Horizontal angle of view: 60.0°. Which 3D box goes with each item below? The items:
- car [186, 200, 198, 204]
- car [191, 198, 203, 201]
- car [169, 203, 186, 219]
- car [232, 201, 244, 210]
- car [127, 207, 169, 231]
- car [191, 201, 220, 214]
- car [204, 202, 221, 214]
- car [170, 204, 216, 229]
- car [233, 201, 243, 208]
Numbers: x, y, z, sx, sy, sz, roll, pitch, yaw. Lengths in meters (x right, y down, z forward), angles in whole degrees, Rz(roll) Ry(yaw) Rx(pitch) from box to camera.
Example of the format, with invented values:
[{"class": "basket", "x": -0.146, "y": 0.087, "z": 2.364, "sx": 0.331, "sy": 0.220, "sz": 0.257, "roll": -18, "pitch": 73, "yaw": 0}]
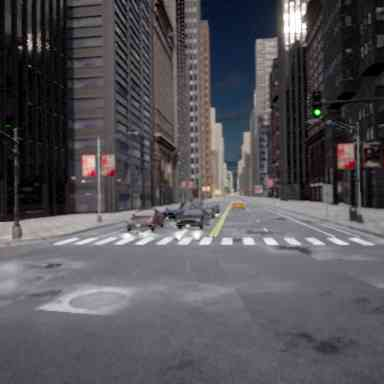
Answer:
[{"class": "car", "x": -0.690, "y": 2.133, "z": 43.031, "sx": 1.837, "sy": 1.490, "sz": 4.892, "roll": -1, "pitch": -1, "yaw": 7}, {"class": "car", "x": 0.697, "y": 1.967, "z": 53.391, "sx": 2.150, "sy": 2.045, "sz": 5.566, "roll": -1, "pitch": -1, "yaw": 8}, {"class": "car", "x": -2.016, "y": 2.108, "z": 32.877, "sx": 1.895, "sy": 1.301, "sz": 4.718, "roll": -1, "pitch": -1, "yaw": 7}, {"class": "car", "x": 7.538, "y": 2.128, "z": 54.372, "sx": 1.882, "sy": 1.535, "sz": 5.008, "roll": -1, "pitch": -1, "yaw": 7}, {"class": "car", "x": -3.195, "y": 1.924, "z": 23.847, "sx": 1.812, "sy": 1.442, "sz": 4.674, "roll": -1, "pitch": -1, "yaw": 7}, {"class": "car", "x": 1.476, "y": 1.967, "z": 34.501, "sx": 2.128, "sy": 1.511, "sz": 4.902, "roll": -1, "pitch": -1, "yaw": 8}, {"class": "car", "x": 2.836, "y": 2.147, "z": 44.964, "sx": 2.033, "sy": 1.411, "sz": 5.357, "roll": -1, "pitch": -1, "yaw": 7}, {"class": "car", "x": 0.237, "y": 1.906, "z": 24.841, "sx": 2.033, "sy": 1.411, "sz": 5.357, "roll": -1, "pitch": -1, "yaw": 11}, {"class": "car", "x": 8.885, "y": 2.359, "z": 64.669, "sx": 1.895, "sy": 1.301, "sz": 4.718, "roll": -1, "pitch": -1, "yaw": 7}]
